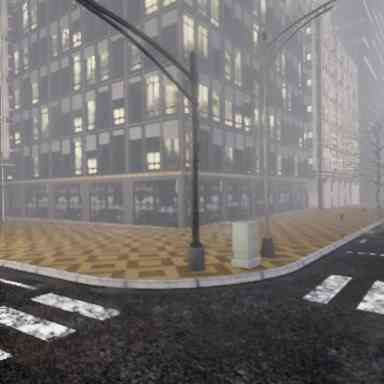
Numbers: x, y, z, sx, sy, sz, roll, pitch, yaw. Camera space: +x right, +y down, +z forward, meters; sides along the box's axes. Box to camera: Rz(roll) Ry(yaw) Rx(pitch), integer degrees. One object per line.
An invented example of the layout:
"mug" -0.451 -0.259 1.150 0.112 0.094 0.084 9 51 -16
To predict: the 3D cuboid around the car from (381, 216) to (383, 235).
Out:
"car" 11.475 1.518 18.166 1.752 1.417 4.829 -1 -1 36
